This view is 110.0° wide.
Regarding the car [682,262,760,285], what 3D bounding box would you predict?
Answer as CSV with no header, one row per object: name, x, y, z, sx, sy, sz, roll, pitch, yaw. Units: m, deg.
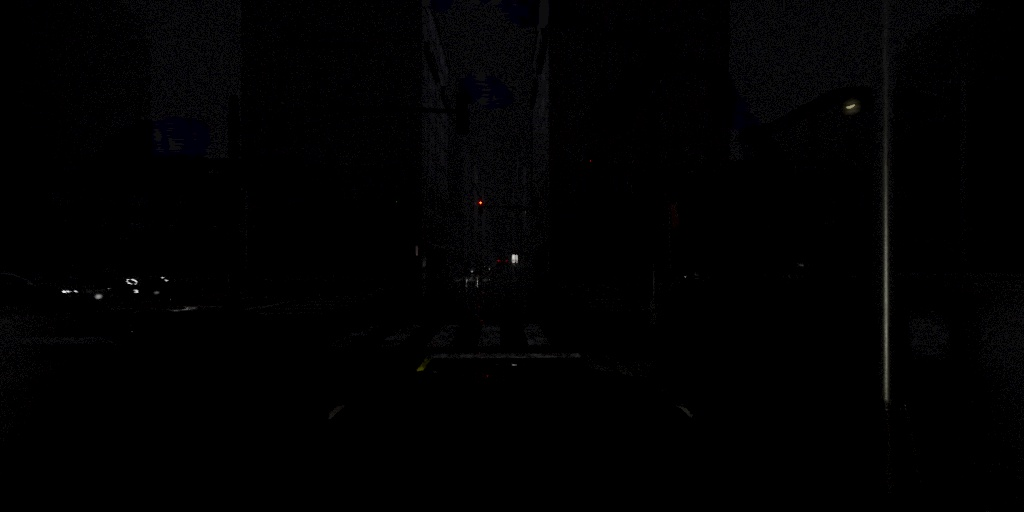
car,14.330,1.185,24.676,4.892,1.490,1.837,0,0,-2

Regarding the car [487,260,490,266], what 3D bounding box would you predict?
car,-4.302,1.282,48.280,1.837,1.490,4.892,0,1,-2

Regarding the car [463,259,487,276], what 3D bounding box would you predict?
car,-4.005,1.260,37.534,2.128,1.511,4.902,0,0,-2

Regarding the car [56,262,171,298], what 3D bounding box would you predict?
car,-19.066,1.168,16.921,4.553,1.767,2.097,0,0,-2

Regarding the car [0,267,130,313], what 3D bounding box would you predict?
car,-18.318,1.304,13.693,4.902,1.511,2.128,0,0,-2
